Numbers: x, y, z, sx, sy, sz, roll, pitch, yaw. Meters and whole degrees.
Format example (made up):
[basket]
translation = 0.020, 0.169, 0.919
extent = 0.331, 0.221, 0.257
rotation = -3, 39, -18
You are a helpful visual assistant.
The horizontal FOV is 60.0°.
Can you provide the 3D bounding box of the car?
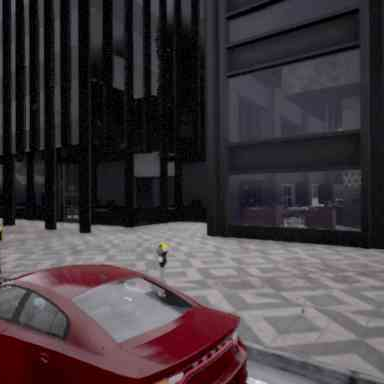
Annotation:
[car]
translation = -1.561, 1.581, 4.073
extent = 4.507, 1.381, 1.887
rotation = -1, 0, 35
